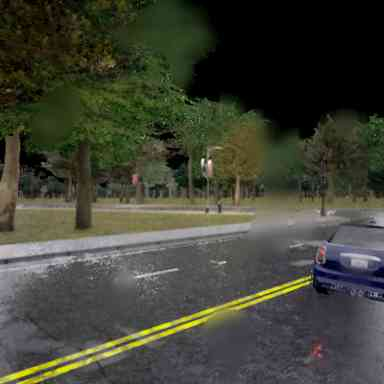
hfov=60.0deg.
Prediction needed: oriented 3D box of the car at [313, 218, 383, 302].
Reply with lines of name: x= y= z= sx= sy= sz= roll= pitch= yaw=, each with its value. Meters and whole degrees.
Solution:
car: x=4.762 y=1.399 z=7.864 sx=4.553 sy=1.767 sz=2.097 roll=0 pitch=0 yaw=-44
